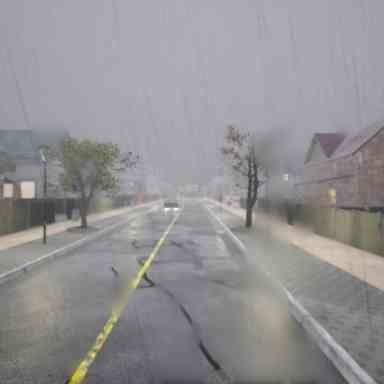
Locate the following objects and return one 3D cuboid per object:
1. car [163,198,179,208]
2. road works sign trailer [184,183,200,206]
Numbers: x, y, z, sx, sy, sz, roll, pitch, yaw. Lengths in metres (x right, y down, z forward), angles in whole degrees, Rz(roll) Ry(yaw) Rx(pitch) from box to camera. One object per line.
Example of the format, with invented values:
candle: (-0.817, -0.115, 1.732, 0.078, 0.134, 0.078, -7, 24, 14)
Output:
car: (-2.838, 1.498, 46.085, 1.994, 1.385, 4.181, 0, 0, 0)
road works sign trailer: (-0.001, 0.401, 50.975, 2.380, 3.560, 2.880, 0, 0, 0)
